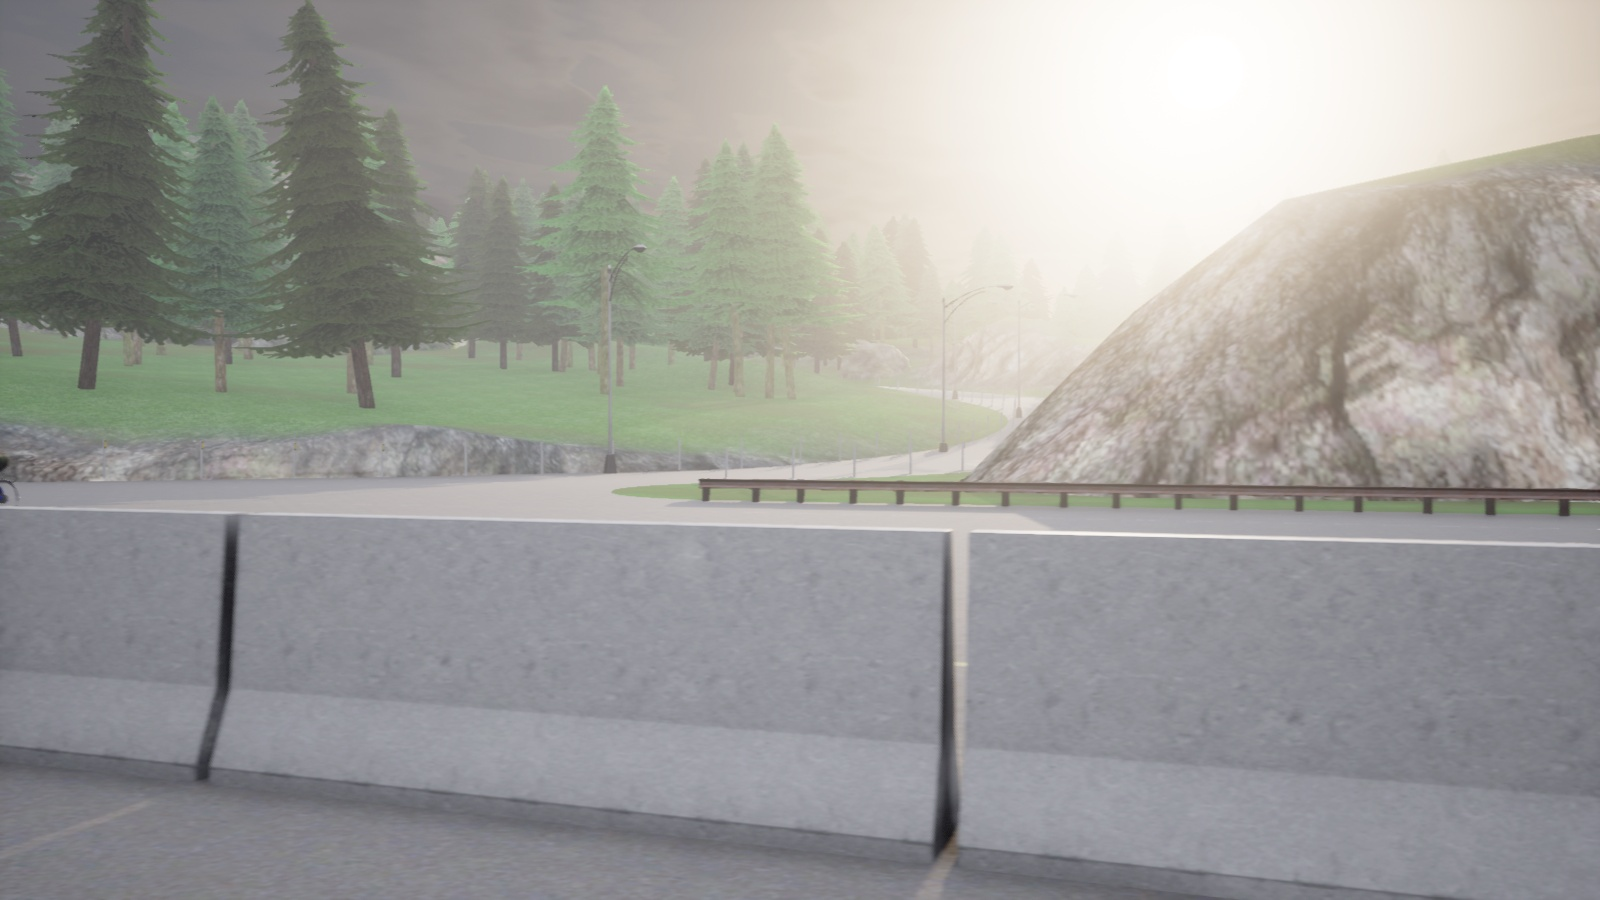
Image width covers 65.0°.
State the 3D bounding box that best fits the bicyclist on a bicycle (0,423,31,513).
[{"bbox_3d":[-14.990,0.318,23.008,1.656,1.620,0.582,0,1,19],"label":"bicyclist on a bicycle"}]
